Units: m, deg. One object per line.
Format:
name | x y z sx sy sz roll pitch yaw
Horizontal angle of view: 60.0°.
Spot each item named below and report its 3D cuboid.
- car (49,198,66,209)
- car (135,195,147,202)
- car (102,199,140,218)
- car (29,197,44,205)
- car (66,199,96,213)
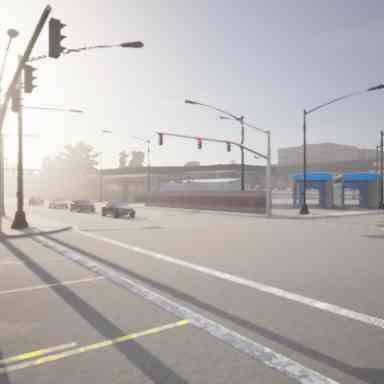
car | -18.999 1.624 47.437 1.812 1.442 4.674 0 0 -37
car | -10.853 1.438 76.453 4.611 1.667 2.242 0 0 -35
car | -6.999 1.627 31.316 1.812 1.442 4.674 0 0 -37
car | -27.709 1.589 59.249 2.128 1.511 4.902 0 0 -36
car | -12.980 1.605 39.349 1.837 1.490 4.892 0 0 -37
